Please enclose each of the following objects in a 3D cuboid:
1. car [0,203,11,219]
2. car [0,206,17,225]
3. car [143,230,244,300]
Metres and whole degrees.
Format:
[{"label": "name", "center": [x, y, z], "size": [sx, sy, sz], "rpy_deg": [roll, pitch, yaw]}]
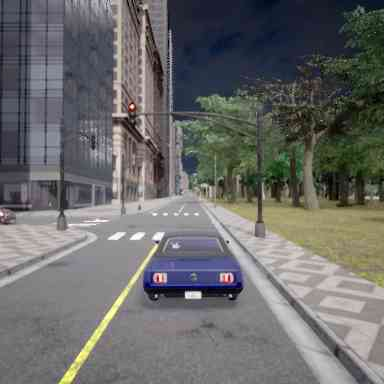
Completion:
[{"label": "car", "center": [-18.967, 1.709, 29.837], "size": [4.313, 1.339, 1.947], "rpy_deg": [0, -1, 0]}, {"label": "car", "center": [-13.514, 1.360, 21.318], "size": [4.097, 1.590, 1.967], "rpy_deg": [0, -1, -1]}, {"label": "car", "center": [0.014, 1.602, 8.311], "size": [1.895, 1.301, 4.718], "rpy_deg": [0, 0, 0]}]
